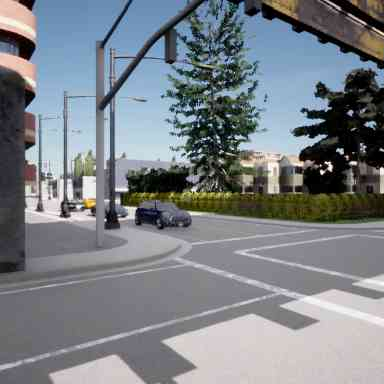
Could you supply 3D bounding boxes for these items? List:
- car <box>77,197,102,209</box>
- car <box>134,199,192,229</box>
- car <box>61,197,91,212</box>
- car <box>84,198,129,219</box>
[{"bbox_3d":[-14.061,1.478,45.323,1.882,1.535,5.008,0,0,-34],"label":"car"},{"bbox_3d":[-1.959,1.352,21.679,2.097,1.767,4.553,0,0,-35],"label":"car"},{"bbox_3d":[-13.831,1.492,38.579,2.128,1.511,4.902,0,0,-35],"label":"car"},{"bbox_3d":[-7.445,1.547,29.472,2.033,1.411,5.357,0,0,-35],"label":"car"}]
